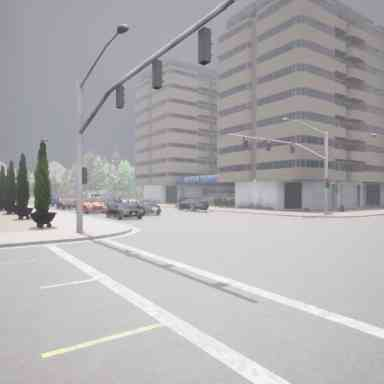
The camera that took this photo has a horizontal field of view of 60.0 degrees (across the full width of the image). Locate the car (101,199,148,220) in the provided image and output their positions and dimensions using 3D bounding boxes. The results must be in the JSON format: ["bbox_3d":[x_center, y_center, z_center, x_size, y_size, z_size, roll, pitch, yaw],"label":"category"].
[{"bbox_3d":[-5.811,1.564,28.252,1.994,1.385,4.181,0,0,-35],"label":"car"}]

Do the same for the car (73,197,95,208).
[{"bbox_3d":[-15.964,1.505,49.028,1.837,1.490,4.892,0,0,-34],"label":"car"}]

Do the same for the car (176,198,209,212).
[{"bbox_3d":[-0.032,1.491,38.687,2.128,1.511,4.902,0,0,-35],"label":"car"}]

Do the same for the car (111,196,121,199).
[{"bbox_3d":[-10.078,1.505,40.532,1.837,1.490,4.892,0,0,-35],"label":"car"}]

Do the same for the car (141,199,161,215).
[{"bbox_3d":[-4.834,1.492,32.975,2.128,1.511,4.902,0,0,-35],"label":"car"}]

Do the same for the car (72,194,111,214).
[{"bbox_3d":[-10.767,1.352,35.386,2.097,1.767,4.553,0,0,-35],"label":"car"}]

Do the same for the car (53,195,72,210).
[{"bbox_3d":[-16.405,1.526,43.520,1.812,1.442,4.674,0,0,-35],"label":"car"}]

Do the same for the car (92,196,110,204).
[{"bbox_3d":[-17.472,1.505,63.783,1.837,1.490,4.892,0,0,-34],"label":"car"}]
